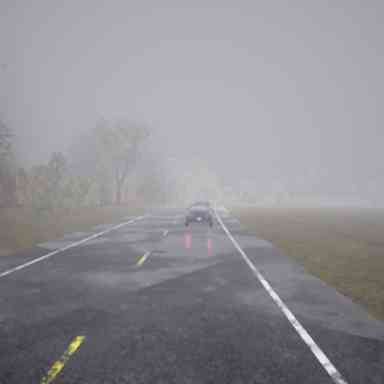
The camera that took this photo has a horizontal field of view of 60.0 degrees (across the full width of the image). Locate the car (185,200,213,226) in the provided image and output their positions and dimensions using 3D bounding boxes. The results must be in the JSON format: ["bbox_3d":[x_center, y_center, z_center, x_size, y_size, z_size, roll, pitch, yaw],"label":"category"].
[{"bbox_3d":[0.512,1.570,23.605,1.812,1.442,4.674,0,0,2],"label":"car"}]
